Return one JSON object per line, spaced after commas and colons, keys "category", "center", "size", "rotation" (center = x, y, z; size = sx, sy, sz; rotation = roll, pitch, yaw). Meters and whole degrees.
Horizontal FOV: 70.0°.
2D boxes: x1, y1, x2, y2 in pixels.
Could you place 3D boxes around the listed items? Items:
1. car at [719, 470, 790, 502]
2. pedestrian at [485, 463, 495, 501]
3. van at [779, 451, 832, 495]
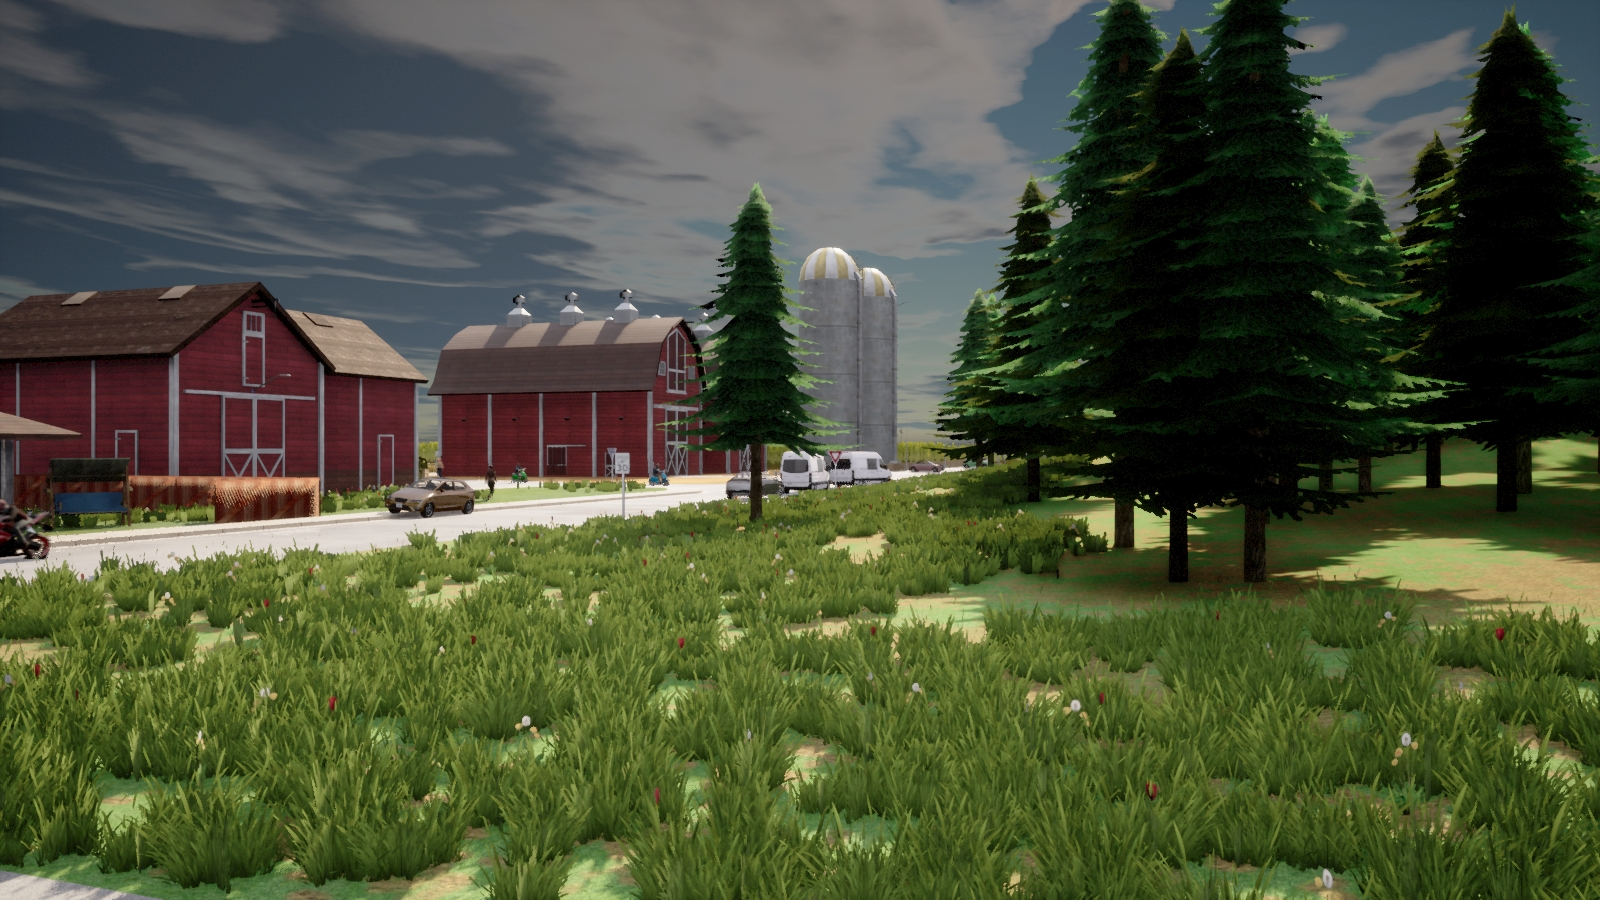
{"category": "car", "center": [-2.396, 1.908, 61.754], "size": [2.128, 1.511, 4.902], "rotation": [0, 0, 20]}
{"category": "pedestrian", "center": [-15.007, 1.550, 55.308], "size": [0.375, 1.860, 0.375], "rotation": [0, 0, 5]}
{"category": "van", "center": [0.401, 1.382, 70.538], "size": [1.988, 2.561, 5.915], "rotation": [0, 0, 14]}
